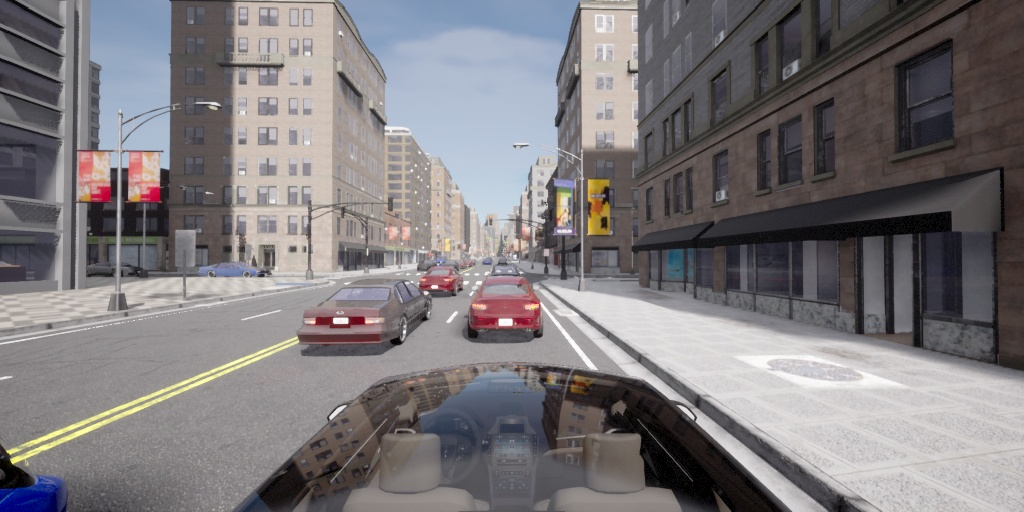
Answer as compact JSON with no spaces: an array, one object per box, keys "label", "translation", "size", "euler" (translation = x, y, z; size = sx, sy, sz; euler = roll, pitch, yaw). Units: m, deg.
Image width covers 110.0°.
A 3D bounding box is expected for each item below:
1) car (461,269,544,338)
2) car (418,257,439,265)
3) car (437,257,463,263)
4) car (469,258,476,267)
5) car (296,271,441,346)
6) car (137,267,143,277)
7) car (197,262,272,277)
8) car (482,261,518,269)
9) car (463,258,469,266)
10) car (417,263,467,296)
[{"label":"car","translation":[-0.183,1.276,10.116],"size":[1.812,1.442,4.674],"euler":[0,0,-1]},{"label":"car","translation":[-11.105,1.206,47.201],"size":[1.882,1.535,5.008],"euler":[0,0,-1]},{"label":"car","translation":[-7.807,1.207,45.500],"size":[1.882,1.535,5.008],"euler":[0,0,-2]},{"label":"car","translation":[-8.278,1.063,64.579],"size":[2.097,1.767,4.553],"euler":[0,0,-1]},{"label":"car","translation":[-3.413,1.298,9.434],"size":[2.033,1.411,5.357],"euler":[0,0,-2]},{"label":"car","translation":[-33.647,1.169,30.365],"size":[4.181,1.385,1.994],"euler":[0,-1,-2]},{"label":"car","translation":[-23.681,1.194,30.689],"size":[5.357,1.411,2.033],"euler":[0,-1,1]},{"label":"car","translation":[-0.413,1.240,19.200],"size":[2.128,1.511,4.902],"euler":[0,0,-3]},{"label":"car","translation":[-8.051,1.247,54.704],"size":[1.812,1.442,4.674],"euler":[0,0,-1]},{"label":"car","translation":[-3.669,1.274,19.021],"size":[1.812,1.442,4.674],"euler":[0,0,-2]}]
